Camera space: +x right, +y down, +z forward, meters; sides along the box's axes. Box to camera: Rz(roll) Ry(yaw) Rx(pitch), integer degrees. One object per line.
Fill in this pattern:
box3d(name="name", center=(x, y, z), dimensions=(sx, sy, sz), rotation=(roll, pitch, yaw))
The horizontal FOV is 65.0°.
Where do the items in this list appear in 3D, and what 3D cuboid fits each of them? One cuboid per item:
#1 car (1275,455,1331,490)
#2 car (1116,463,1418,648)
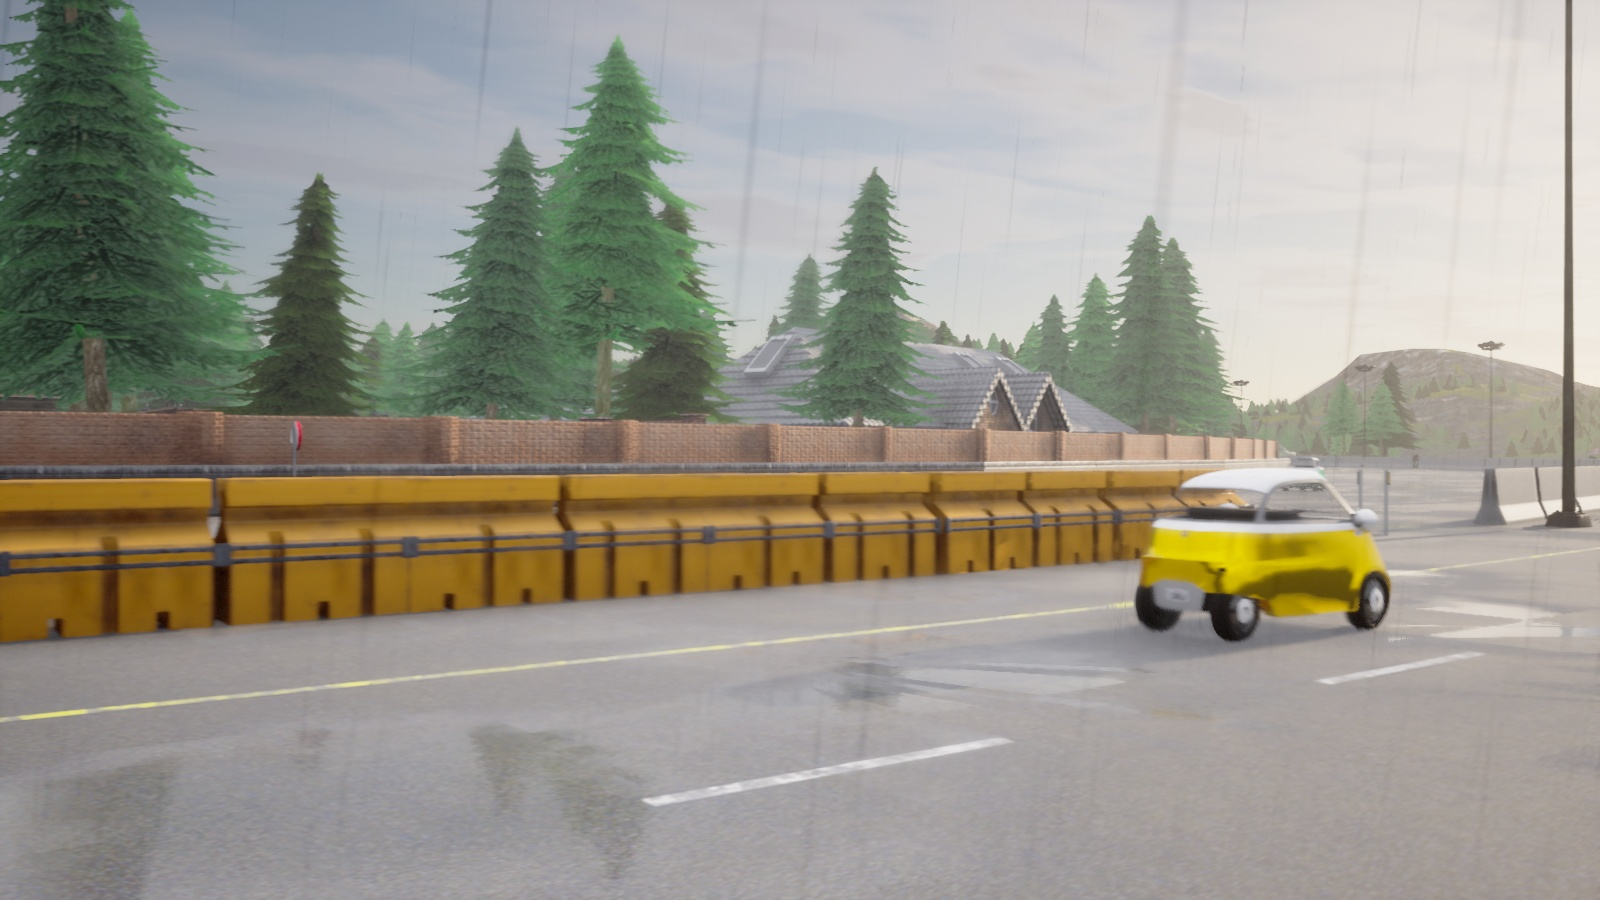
box3d(name="car", center=(20.083, 0.880, 50.140), dimensions=(1.481, 1.376, 2.207), rotation=(0, 0, 39))
box3d(name="car", center=(4.038, 0.817, 10.846), dimensions=(2.207, 1.376, 1.481), rotation=(0, 0, -37))
